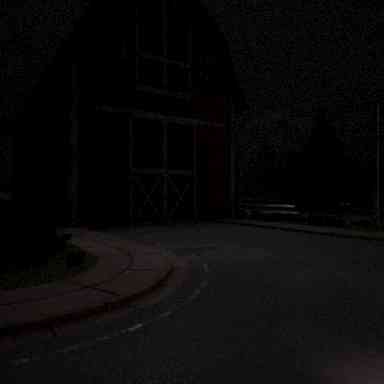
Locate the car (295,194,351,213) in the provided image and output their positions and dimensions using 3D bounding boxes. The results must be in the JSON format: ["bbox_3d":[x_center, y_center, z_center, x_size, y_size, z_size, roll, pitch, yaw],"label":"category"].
[{"bbox_3d":[13.215,1.247,33.764,2.150,2.045,5.566,0,0,-35],"label":"car"}]
